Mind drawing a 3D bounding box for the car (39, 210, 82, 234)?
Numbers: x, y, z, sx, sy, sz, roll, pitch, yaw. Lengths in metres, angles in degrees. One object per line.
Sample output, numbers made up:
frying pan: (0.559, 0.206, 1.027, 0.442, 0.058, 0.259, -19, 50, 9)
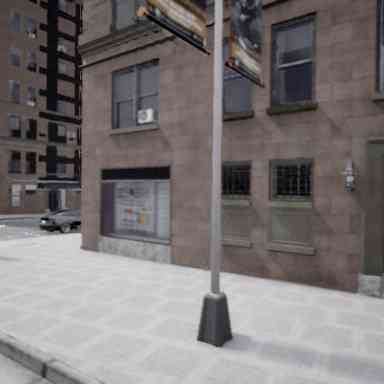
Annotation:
car: (-7.241, 1.765, 20.662, 1.947, 1.339, 4.313, 0, 0, 36)
